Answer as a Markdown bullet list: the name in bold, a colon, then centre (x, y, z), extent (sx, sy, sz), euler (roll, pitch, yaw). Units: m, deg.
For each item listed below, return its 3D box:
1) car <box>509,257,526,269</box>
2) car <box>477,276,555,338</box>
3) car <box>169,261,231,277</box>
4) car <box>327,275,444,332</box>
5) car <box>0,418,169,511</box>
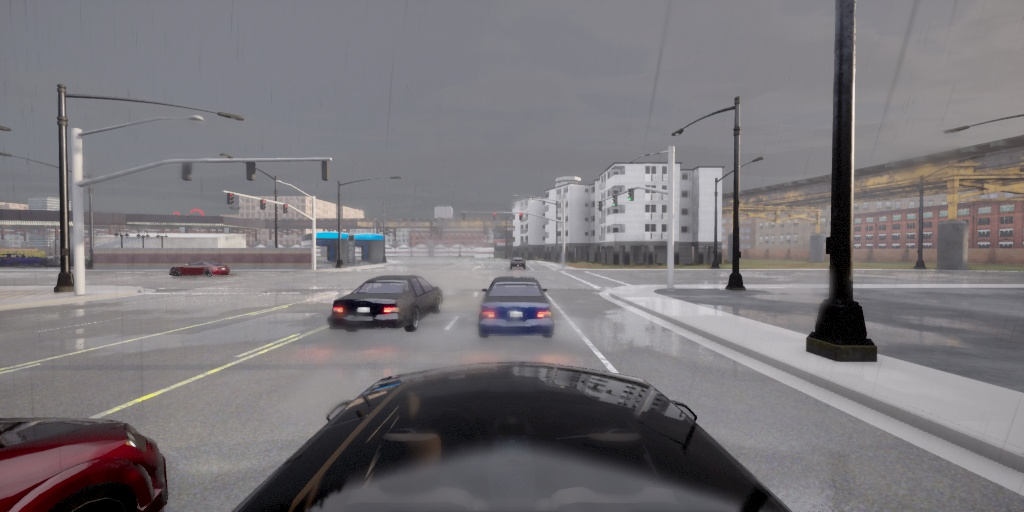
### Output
- **car**: centre (0.708, 0.798, 44.487), extent (1.837, 1.490, 4.892), euler (0, 1, 0)
- **car**: centre (0.091, 1.279, 10.140), extent (2.033, 1.411, 5.357), euler (0, 0, 0)
- **car**: centre (-26.986, 1.083, 31.060), extent (4.181, 1.385, 1.994), euler (0, 1, 1)
- **car**: centre (-3.405, 1.273, 10.742), extent (2.033, 1.411, 5.357), euler (0, 0, 0)
- **car**: centre (-3.395, 1.314, 0.746), extent (1.994, 1.385, 4.181), euler (0, 0, 0)
